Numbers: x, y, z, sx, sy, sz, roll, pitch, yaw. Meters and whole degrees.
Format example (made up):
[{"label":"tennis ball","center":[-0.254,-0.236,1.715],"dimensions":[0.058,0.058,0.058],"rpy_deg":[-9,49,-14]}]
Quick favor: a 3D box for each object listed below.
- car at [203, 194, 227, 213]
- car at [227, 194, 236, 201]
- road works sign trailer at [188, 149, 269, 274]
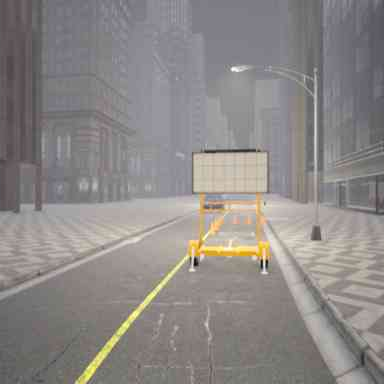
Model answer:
[{"label":"car","center":[2.305,1.152,36.387],"dimensions":[2.150,2.045,5.566],"rpy_deg":[0,0,9]},{"label":"car","center":[9.027,1.124,76.721],"dimensions":[2.097,1.767,4.553],"rpy_deg":[0,0,9]},{"label":"road works sign trailer","center":[1.215,0.453,10.625],"dimensions":[2.380,3.560,2.880],"rpy_deg":[0,0,9]}]
